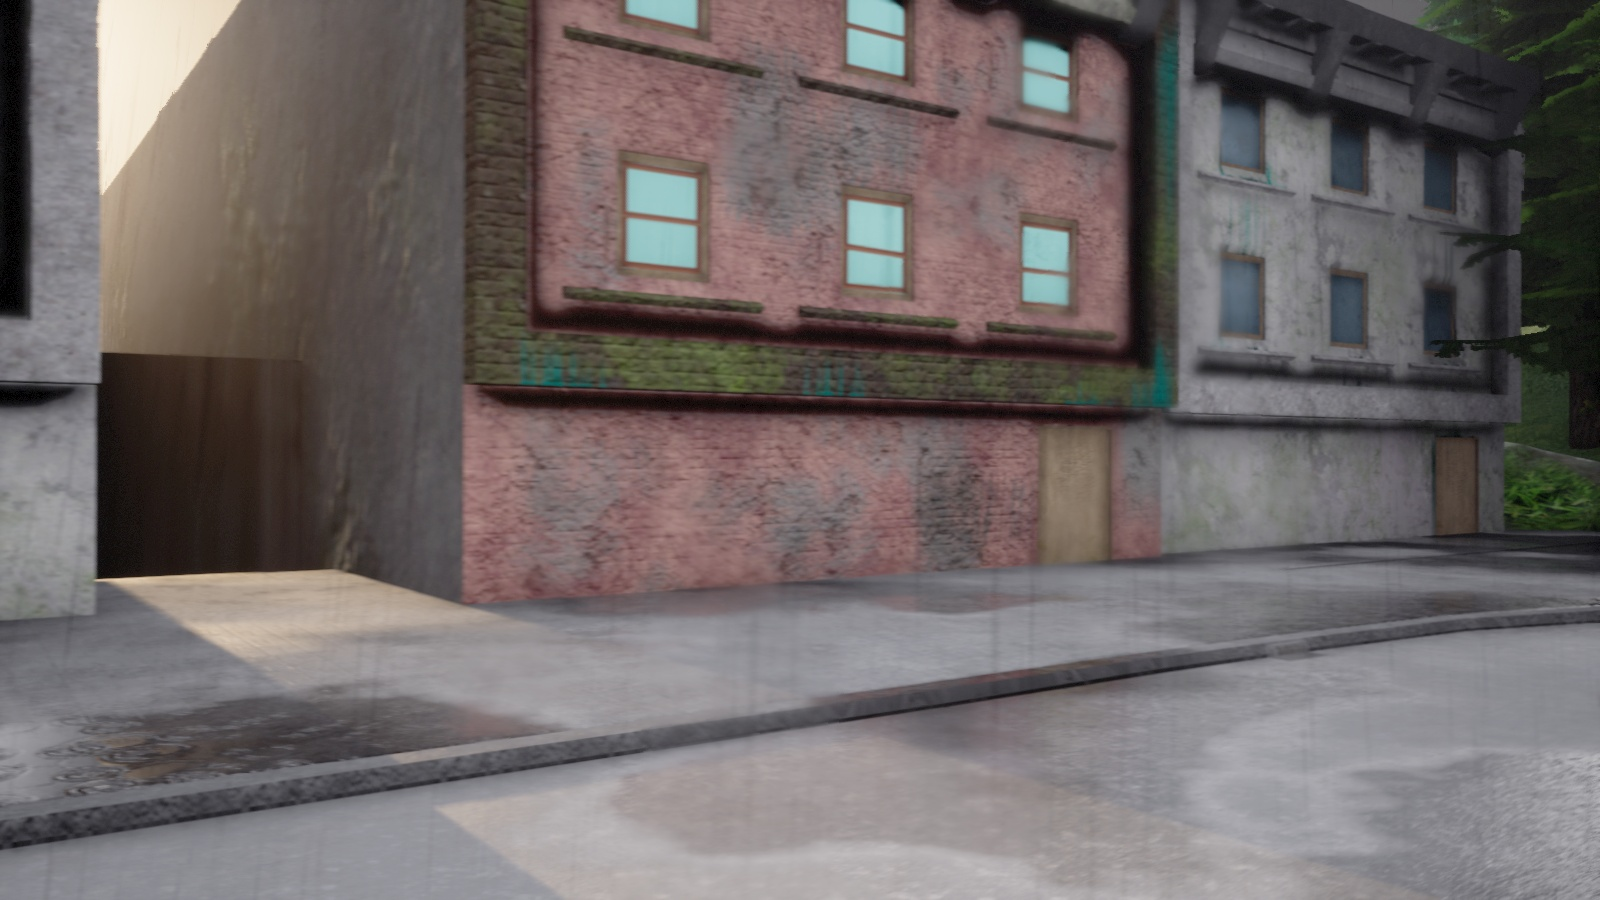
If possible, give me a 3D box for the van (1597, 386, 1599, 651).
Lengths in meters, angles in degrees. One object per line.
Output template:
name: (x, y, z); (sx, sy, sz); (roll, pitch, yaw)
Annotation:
van: (8.278, 0.503, 8.733); (4.442, 1.987, 1.775); (0, 0, -5)
